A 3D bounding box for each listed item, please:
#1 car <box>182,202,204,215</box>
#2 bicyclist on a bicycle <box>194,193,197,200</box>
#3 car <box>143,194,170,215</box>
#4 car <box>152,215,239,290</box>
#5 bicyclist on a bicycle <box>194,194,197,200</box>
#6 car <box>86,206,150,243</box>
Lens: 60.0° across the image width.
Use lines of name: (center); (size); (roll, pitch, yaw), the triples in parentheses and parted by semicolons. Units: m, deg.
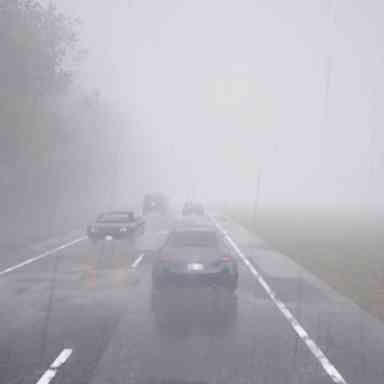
car: (0.095, 1.564, 31.200); (1.895, 1.301, 4.718); (0, 0, 0)
bicyclist on a bicycle: (0.957, 1.270, 87.418); (0.659, 1.776, 1.843); (0, 0, 0)
car: (-3.403, 1.184, 31.995); (2.150, 2.045, 5.566); (0, 0, 0)
car: (0.081, 1.553, 9.076); (1.994, 1.385, 4.181); (0, 0, 0)
bicyclist on a bicycle: (0.959, 1.364, 78.422); (0.582, 1.620, 1.656); (0, 0, 0)
car: (-3.404, 1.582, 15.888); (1.895, 1.301, 4.718); (0, 0, 0)
